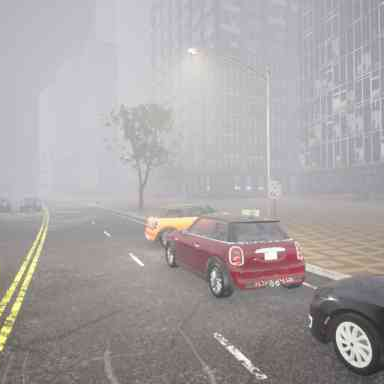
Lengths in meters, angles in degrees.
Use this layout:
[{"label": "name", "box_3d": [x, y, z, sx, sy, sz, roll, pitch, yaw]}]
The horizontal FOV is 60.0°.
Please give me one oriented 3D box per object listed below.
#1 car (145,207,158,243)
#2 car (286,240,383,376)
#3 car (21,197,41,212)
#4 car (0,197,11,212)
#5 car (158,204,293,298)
[{"label": "car", "box_3d": [0.287, 1.277, 14.542, 4.553, 1.767, 2.097, -3, 1, -18]}, {"label": "car", "box_3d": [3.595, 1.505, 3.441, 1.837, 1.490, 4.892, 0, 0, -36]}, {"label": "car", "box_3d": [-19.013, 1.393, 39.353, 2.097, 1.767, 4.553, 0, 0, -24]}, {"label": "car", "box_3d": [-21.976, 1.390, 38.018, 2.097, 1.767, 4.553, 0, 0, -24]}, {"label": "car", "box_3d": [0.836, 1.355, 8.900, 2.097, 1.767, 4.553, 0, 0, -22]}]
